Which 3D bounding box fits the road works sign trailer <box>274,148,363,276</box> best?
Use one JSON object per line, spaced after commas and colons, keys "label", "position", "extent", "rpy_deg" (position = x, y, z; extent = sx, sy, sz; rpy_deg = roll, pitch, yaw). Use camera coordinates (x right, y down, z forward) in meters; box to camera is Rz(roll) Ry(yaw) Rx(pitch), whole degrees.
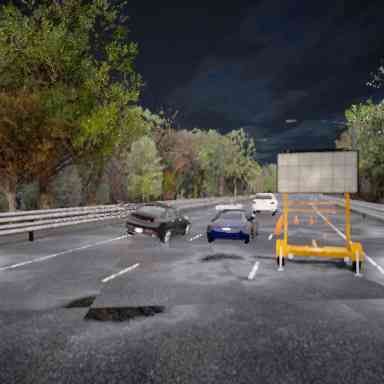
{"label": "road works sign trailer", "position": [3.910, 0.457, 10.515], "extent": [2.380, 3.560, 2.880], "rpy_deg": [0, 0, 18]}

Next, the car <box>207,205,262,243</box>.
{"label": "car", "position": [2.073, 1.552, 16.134], "extent": [1.994, 1.385, 4.181], "rpy_deg": [0, 0, 17]}

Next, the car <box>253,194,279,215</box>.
{"label": "car", "position": [7.366, 1.187, 33.156], "extent": [2.150, 2.045, 5.566], "rpy_deg": [0, 0, 17]}

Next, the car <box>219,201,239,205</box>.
{"label": "car", "position": [3.815, 1.569, 33.544], "extent": [1.895, 1.301, 4.718], "rpy_deg": [0, 0, 18]}

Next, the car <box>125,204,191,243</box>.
{"label": "car", "position": [-1.447, 1.373, 16.132], "extent": [1.837, 1.490, 4.892], "rpy_deg": [11, 2, 17]}
